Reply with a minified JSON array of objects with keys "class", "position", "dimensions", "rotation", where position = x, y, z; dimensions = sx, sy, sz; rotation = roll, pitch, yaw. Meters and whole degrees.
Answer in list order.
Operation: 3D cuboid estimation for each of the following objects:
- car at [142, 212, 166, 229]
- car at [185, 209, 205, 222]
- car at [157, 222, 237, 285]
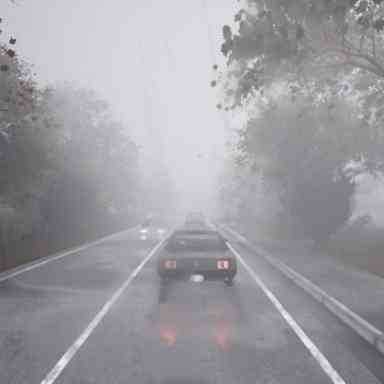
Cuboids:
[{"class":"car","position":[-3.427,2.553,30.563],"dimensions":[1.812,1.442,4.674],"rotation":[0,-2,0]},{"class":"car","position":[0.274,2.678,32.940],"dimensions":[2.033,1.411,5.357],"rotation":[0,-2,0]},{"class":"car","position":[0.133,1.774,9.908],"dimensions":[1.895,1.301,4.718],"rotation":[0,-2,0]}]
